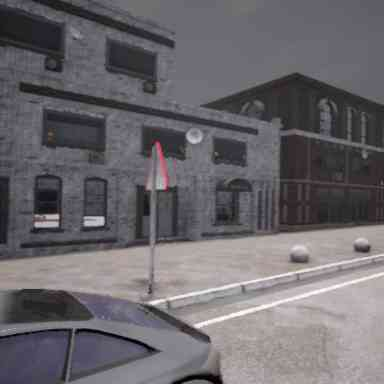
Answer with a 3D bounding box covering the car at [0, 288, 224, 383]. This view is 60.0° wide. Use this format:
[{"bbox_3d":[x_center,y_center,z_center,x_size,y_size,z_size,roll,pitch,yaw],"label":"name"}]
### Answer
[{"bbox_3d":[-1.721,1.565,2.458,4.181,1.385,1.994,0,0,-36],"label":"car"}]
